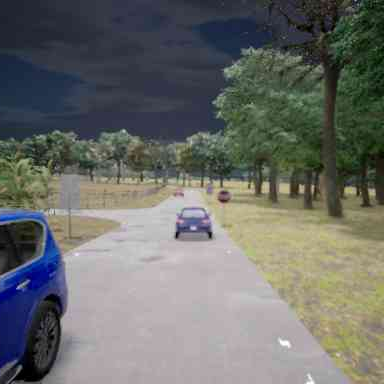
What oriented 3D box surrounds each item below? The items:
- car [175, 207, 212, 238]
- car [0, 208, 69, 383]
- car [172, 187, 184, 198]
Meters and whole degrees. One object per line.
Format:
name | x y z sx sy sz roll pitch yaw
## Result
car | 0.078 1.504 17.512 1.812 1.442 4.674 0 0 0
car | -2.837 1.221 2.541 2.150 2.045 5.566 0 0 0
car | -2.774 0.065 68.275 2.150 2.045 5.566 0 2 0
